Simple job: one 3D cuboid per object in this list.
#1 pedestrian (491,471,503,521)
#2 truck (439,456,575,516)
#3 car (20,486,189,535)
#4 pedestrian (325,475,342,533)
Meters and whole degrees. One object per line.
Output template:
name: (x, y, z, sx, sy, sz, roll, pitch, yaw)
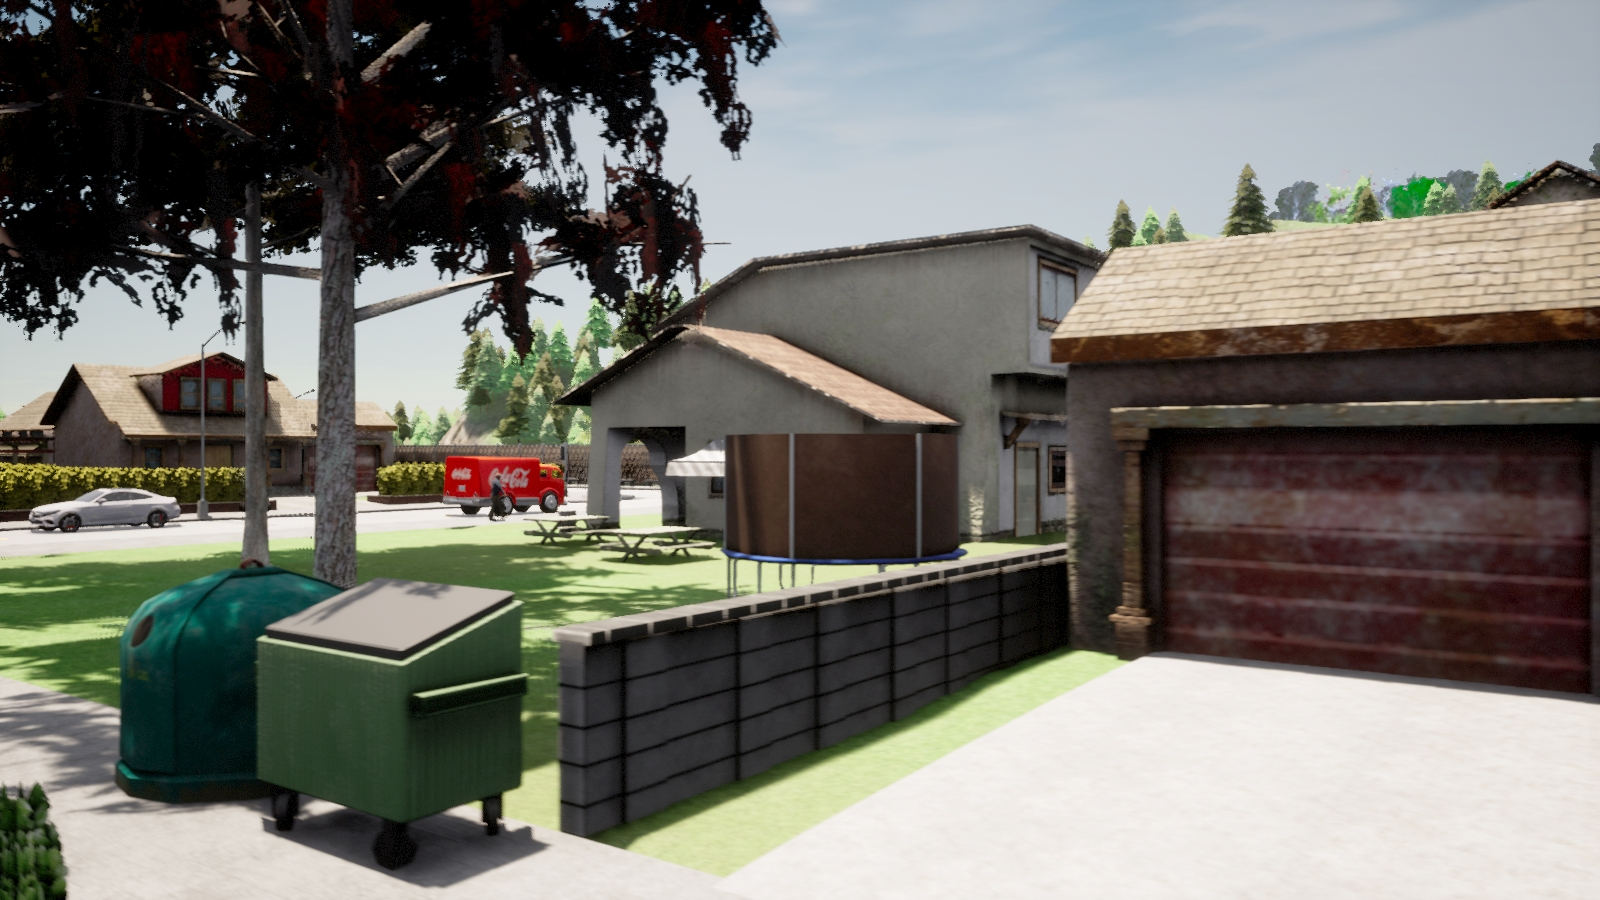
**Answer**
pedestrian: (-11.443, 1.744, 43.177, 0.375, 1.860, 0.375, 0, 0, -29)
truck: (-12.664, 1.547, 49.704, 2.627, 2.467, 5.204, 0, -1, 36)
car: (-24.417, 2.081, 40.288, 2.002, 1.442, 4.674, 0, 0, 35)
pedestrian: (-15.074, 1.742, 36.911, 0.375, 1.860, 0.375, 0, 0, 35)
